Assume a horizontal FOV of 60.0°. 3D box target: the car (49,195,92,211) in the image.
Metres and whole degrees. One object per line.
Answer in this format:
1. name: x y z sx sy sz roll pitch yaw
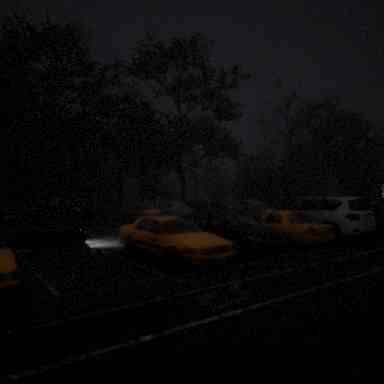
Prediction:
1. car: -8.389 1.224 22.161 2.435 2.045 5.566 0 0 -35

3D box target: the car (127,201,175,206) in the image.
1. car: -3.741 1.462 25.182 1.946 1.575 5.366 0 0 -35

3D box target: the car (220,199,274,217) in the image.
1. car: 5.104 1.445 31.653 2.097 1.535 5.008 0 0 -35

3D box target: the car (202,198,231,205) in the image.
1. car: 0.694 1.485 28.507 2.163 1.488 4.792 0 0 -35

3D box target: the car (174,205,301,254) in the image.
1. car: 1.413 1.477 13.044 2.231 1.521 4.892 0 0 -35

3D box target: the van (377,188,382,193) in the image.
1. van: 27.144 0.388 47.398 1.878 1.987 4.442 -1 1 -35

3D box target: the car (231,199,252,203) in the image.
1. car: 2.819 1.325 30.083 2.185 1.767 4.553 0 0 -35

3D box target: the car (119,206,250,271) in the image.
1. car: -0.743 1.478 11.286 1.946 1.575 5.366 0 0 -35

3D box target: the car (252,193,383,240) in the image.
1. car: 5.935 1.214 16.266 2.435 2.045 5.566 0 0 -35

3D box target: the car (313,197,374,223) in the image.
1. car: 11.700 1.311 25.595 4.553 1.767 2.097 0 0 -32

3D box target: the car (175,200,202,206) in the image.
1. car: -1.584 1.500 26.930 2.002 1.452 4.674 0 0 -35

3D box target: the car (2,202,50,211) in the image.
1. car: -10.617 1.510 20.516 2.163 1.488 4.792 0 0 -35

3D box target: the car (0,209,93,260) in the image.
1. car: -6.375 1.569 12.970 4.181 1.385 1.994 0 0 -35

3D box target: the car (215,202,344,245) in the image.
1. car: 3.577 1.468 14.792 1.946 1.575 5.366 0 0 -35
